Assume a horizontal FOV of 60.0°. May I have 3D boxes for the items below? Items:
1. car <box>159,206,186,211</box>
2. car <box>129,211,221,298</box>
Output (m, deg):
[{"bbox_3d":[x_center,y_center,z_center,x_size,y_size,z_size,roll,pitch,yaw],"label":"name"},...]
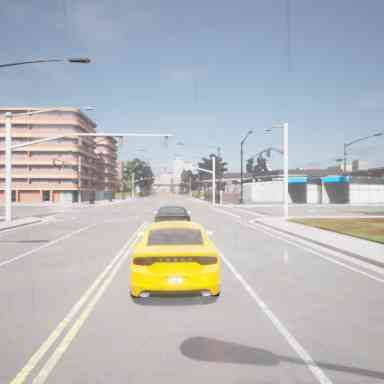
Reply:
[{"bbox_3d":[-1.068,1.478,18.154,1.882,1.535,5.008,0,0,-4],"label":"car"},{"bbox_3d":[-0.437,1.478,8.594,1.882,1.535,5.008,0,0,-3],"label":"car"}]
